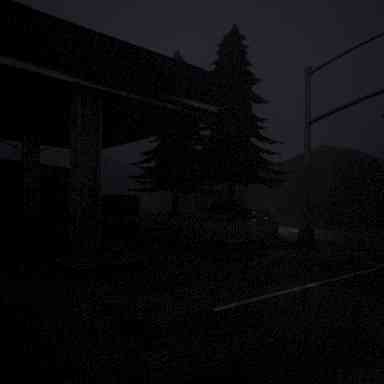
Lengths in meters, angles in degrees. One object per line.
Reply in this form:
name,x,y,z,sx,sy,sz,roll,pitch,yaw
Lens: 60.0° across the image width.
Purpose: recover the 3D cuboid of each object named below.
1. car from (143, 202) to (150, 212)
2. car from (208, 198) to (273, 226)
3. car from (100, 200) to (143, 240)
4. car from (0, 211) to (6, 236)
car,-6.892,1.617,40.368,2.128,1.511,4.902,1,0,-35
car,3.581,1.468,25.614,2.150,2.045,5.566,1,0,-36
car,-4.587,1.445,18.252,1.905,1.878,3.866,1,0,-36
car,-11.719,1.519,18.431,2.242,1.667,4.611,1,0,-36
